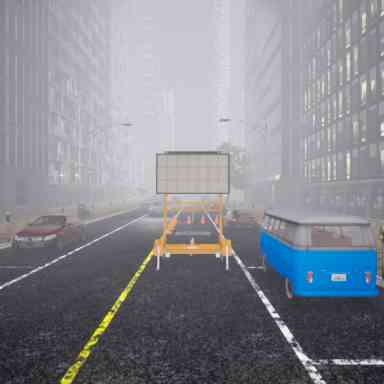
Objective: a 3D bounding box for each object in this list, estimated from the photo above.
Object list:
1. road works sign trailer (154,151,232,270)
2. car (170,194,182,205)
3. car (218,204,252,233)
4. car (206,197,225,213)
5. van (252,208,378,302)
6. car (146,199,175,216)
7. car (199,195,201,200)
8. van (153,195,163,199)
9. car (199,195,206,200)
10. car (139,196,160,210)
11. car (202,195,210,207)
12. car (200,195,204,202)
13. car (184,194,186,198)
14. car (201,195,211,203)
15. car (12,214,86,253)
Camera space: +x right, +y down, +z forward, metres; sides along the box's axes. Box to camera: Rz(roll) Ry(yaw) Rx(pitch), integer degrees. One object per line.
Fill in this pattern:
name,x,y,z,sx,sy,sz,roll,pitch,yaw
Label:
road works sign trailer,0.027,0.464,11.002,2.380,3.560,2.880,0,0,0
car,-2.847,1.506,58.096,1.812,1.442,4.674,0,0,0
car,2.740,1.581,19.360,1.802,1.307,4.206,0,0,0
car,2.786,1.581,36.438,1.802,1.307,4.206,0,0,0
van,2.709,1.341,7.976,1.690,1.788,3.998,0,0,0
car,-3.015,1.600,32.623,1.895,1.301,4.718,0,0,0
car,2.863,1.410,64.900,1.967,1.590,4.097,0,0,0
van,-5.548,1.328,53.541,1.690,1.788,3.998,0,0,0
car,2.939,1.463,93.362,1.887,1.381,4.507,0,0,0
car,-5.580,1.548,42.156,2.008,1.369,4.403,0,0,0
car,2.817,1.544,47.822,2.008,1.369,4.403,0,0,0
car,2.832,1.538,53.515,2.008,1.369,4.403,0,0,0
car,-2.759,1.002,90.977,2.150,2.045,5.566,0,0,0
car,2.878,1.401,70.592,1.967,1.590,4.097,0,0,0
car,-5.656,1.582,13.693,1.802,1.307,4.206,0,0,0
